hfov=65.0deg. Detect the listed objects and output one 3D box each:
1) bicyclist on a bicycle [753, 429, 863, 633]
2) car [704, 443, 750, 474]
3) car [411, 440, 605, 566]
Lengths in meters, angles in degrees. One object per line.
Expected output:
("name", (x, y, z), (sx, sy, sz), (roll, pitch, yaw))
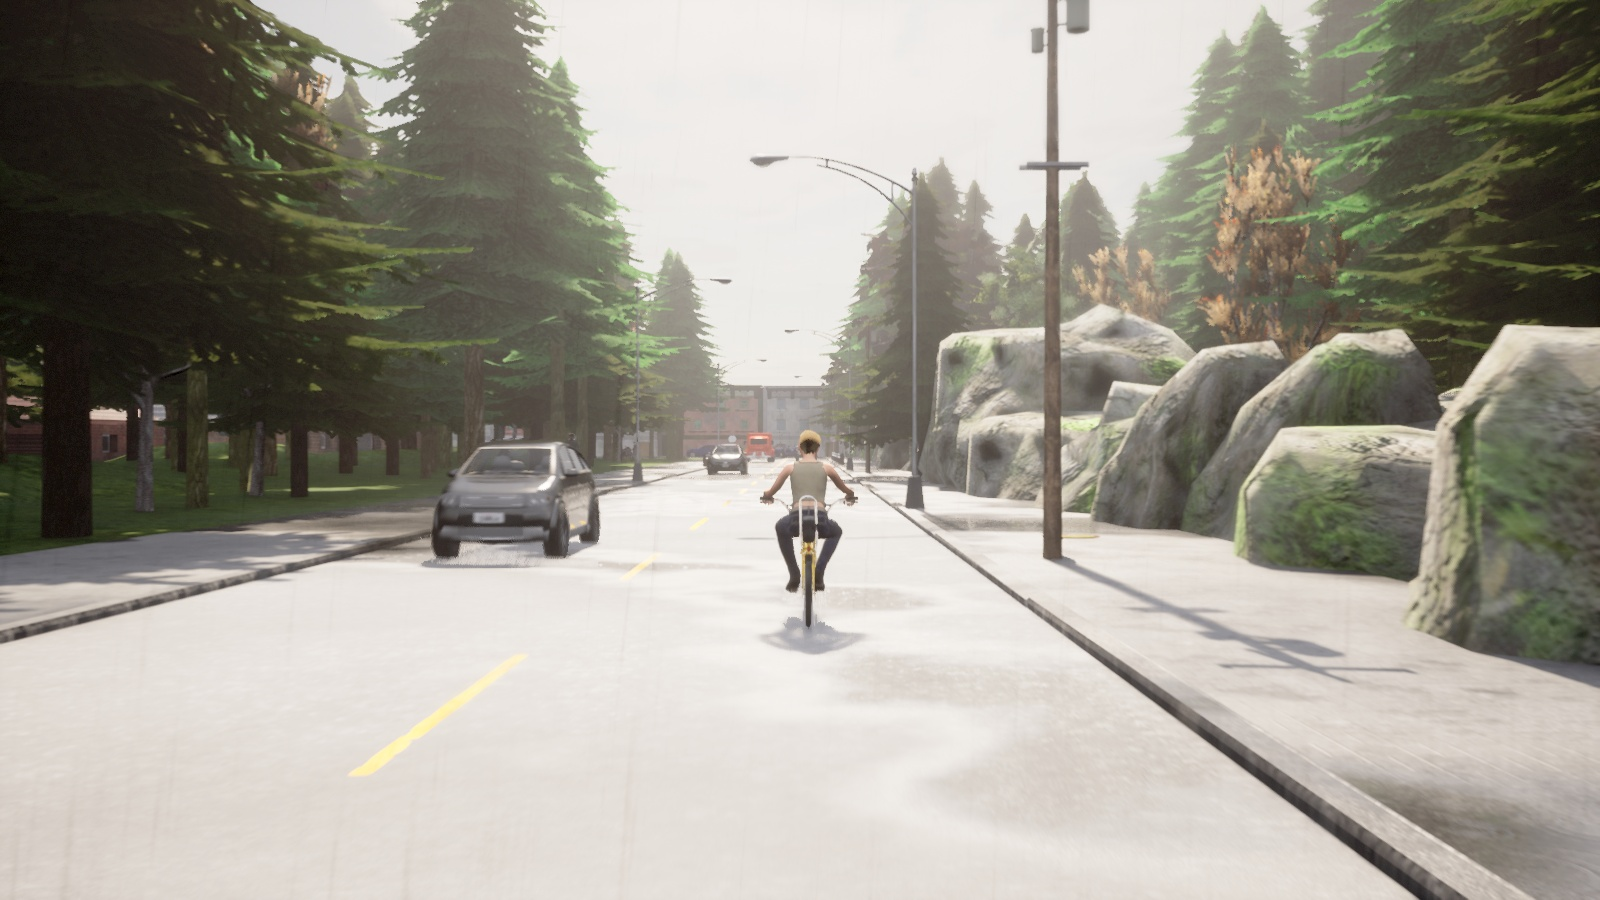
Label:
("bicyclist on a bicycle", (0.075, 0.635, 10.653), (0.866, 1.612, 1.509), (0, 0, 1))
("car", (-3.609, 0.407, 62.861), (2.007, 1.525, 4.514), (0, 0, 0))
("car", (-3.882, 0.643, 17.286), (1.789, 1.549, 3.705), (0, 0, 0))
